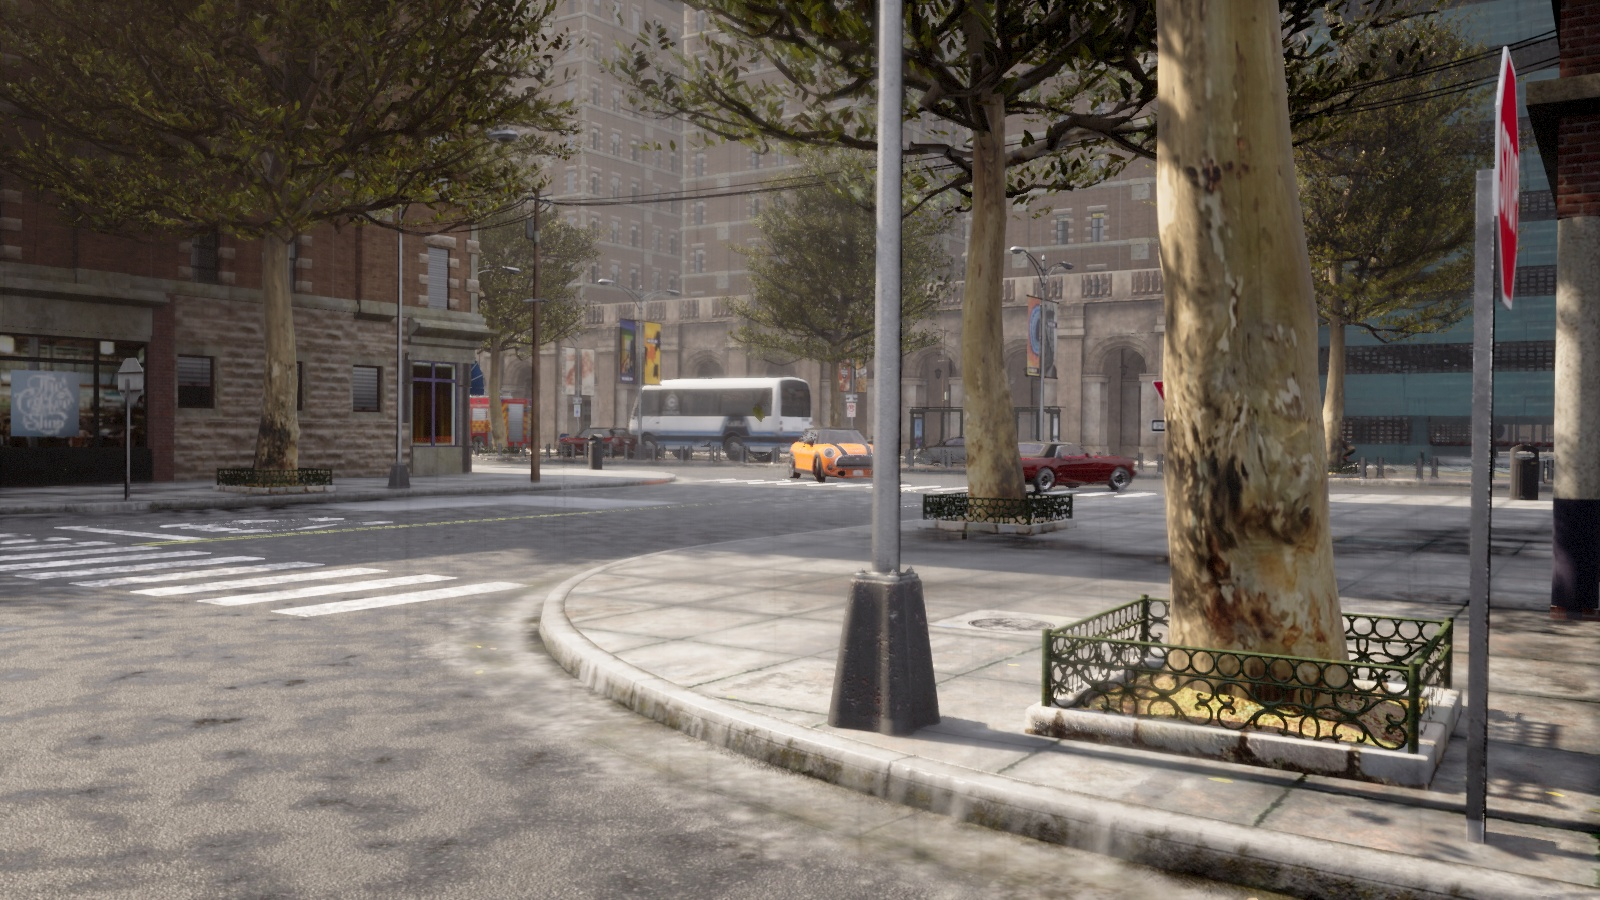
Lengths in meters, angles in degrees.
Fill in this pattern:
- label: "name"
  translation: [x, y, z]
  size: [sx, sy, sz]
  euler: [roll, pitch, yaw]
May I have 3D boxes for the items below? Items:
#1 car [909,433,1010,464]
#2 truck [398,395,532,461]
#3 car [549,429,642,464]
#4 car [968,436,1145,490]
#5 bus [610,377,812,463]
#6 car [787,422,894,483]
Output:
- label: "car"
  translation: [7.347, -0.064, 58.049]
  size: [4.181, 1.385, 1.994]
  euler: [0, 1, 34]
- label: "truck"
  translation: [-20.432, -1.291, 76.356]
  size: [8.468, 3.827, 2.891]
  euler: [0, 1, 33]
- label: "car"
  translation: [-10.743, -0.211, 65.790]
  size: [4.553, 1.767, 2.097]
  euler: [0, 1, 33]
- label: "car"
  translation: [6.905, 0.311, 33.554]
  size: [4.718, 1.301, 1.895]
  euler: [-1, 1, -35]
- label: "bus"
  translation: [-4.796, -1.503, 66.035]
  size: [10.273, 4.253, 3.944]
  euler: [0, 1, 33]
- label: "car"
  translation: [1.165, 0.049, 38.865]
  size: [2.097, 1.767, 4.553]
  euler: [-1, 1, -15]
